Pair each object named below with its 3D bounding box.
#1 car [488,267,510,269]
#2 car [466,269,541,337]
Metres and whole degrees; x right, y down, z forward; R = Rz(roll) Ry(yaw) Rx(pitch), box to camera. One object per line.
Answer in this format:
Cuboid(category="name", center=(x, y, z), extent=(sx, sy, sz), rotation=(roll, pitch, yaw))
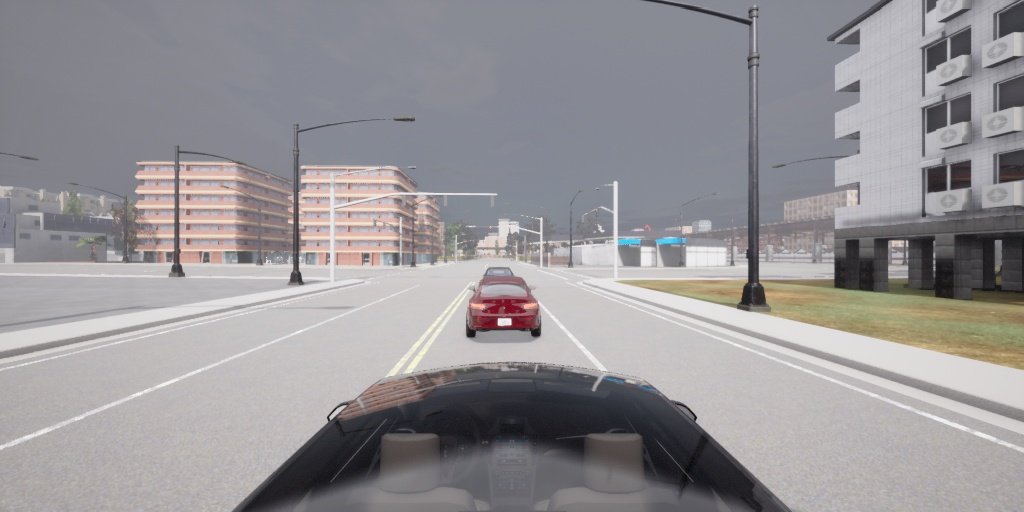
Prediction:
Cuboid(category="car", center=(-0.727, 1.297, 19.729), extent=(2.033, 1.411, 5.357), rotation=(0, 0, -3))
Cuboid(category="car", center=(-0.269, 1.276, 10.155), extent=(1.812, 1.442, 4.674), rotation=(0, 0, -3))
